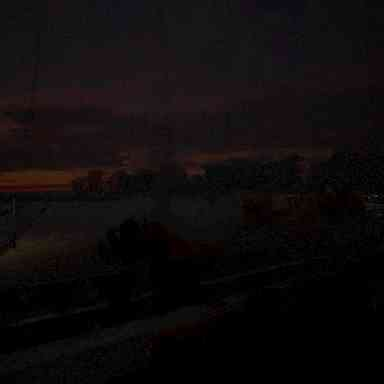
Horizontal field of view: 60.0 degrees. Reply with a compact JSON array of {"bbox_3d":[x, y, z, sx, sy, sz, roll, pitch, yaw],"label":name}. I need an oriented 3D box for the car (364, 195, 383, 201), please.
[{"bbox_3d":[44.126,1.430,81.138,2.033,1.411,5.357,0,0,2],"label":"car"}]
